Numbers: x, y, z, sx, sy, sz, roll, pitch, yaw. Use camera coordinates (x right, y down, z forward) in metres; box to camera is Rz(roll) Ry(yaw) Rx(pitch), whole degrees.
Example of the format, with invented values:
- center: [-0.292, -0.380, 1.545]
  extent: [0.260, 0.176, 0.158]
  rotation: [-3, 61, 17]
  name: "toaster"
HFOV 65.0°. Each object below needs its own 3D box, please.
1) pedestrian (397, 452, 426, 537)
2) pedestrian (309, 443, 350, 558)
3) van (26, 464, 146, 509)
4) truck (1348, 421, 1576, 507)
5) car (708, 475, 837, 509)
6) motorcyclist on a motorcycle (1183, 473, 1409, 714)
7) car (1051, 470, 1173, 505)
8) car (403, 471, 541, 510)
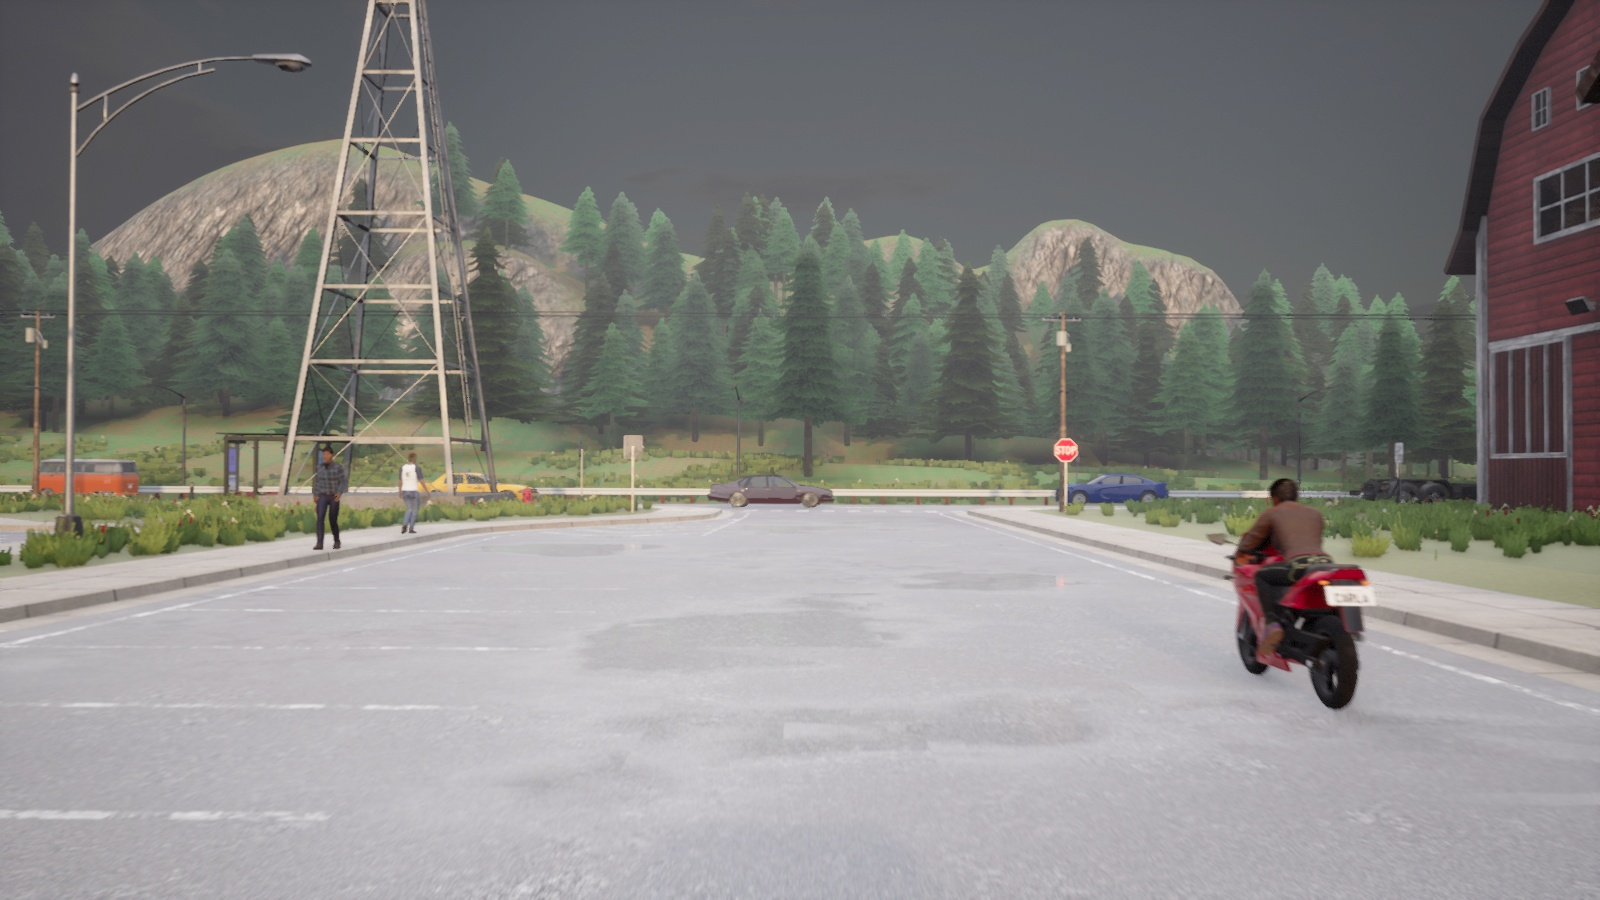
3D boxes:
- center: [-8.540, 0.967, 27.623]
  extent: [0.354, 1.836, 0.706]
  rotation: [0, -1, 7]
  name: "pedestrian"
- center: [-8.177, 0.868, 21.840]
  extent: [0.423, 1.949, 0.788]
  rotation: [0, -1, 0]
  name: "pedestrian"
- center: [-32.376, 1.651, 56.984]
  extent: [4.442, 1.987, 1.775]
  rotation: [0, -1, 1]
  name: "van"
- center: [27.580, 0.603, 52.587]
  extent: [7.936, 3.462, 2.891]
  rotation: [0, -1, 1]
  name: "truck"
- center: [-1.117, 1.754, 53.004]
  extent: [5.357, 1.411, 2.033]
  rotation: [0, -1, 1]
  name: "car"
- center: [3.478, 0.934, 9.042]
  extent: [0.797, 1.523, 2.044]
  rotation: [0, -1, 0]
  name: "motorcyclist on a motorcycle"
- center: [13.943, 1.679, 56.276]
  extent: [5.008, 1.535, 1.882]
  rotation: [0, -1, 1]
  name: "car"
- center: [-13.832, 1.700, 53.199]
  extent: [5.366, 1.575, 1.801]
  rotation: [0, -1, 1]
  name: "car"
